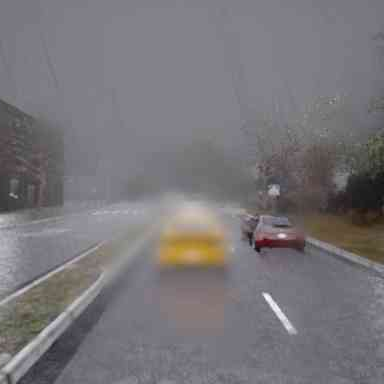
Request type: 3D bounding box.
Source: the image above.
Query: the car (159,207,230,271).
[{"bbox_3d":[0.046,1.493,11.049,1.882,1.535,5.008,0,0,1],"label":"car"}]

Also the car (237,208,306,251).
[{"bbox_3d":[3.317,1.583,14.220,1.994,1.385,4.181,0,0,0],"label":"car"}]

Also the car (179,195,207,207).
[{"bbox_3d":[0.057,1.262,27.963,2.150,2.045,5.566,0,0,0],"label":"car"}]

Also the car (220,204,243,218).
[{"bbox_3d":[3.305,1.639,27.628,1.895,1.301,4.718,0,0,0],"label":"car"}]
